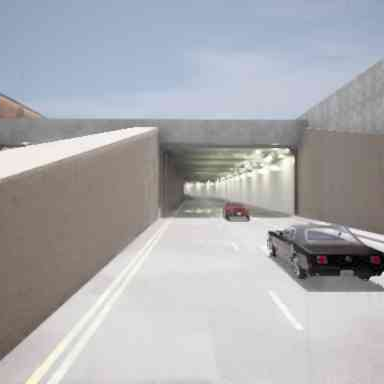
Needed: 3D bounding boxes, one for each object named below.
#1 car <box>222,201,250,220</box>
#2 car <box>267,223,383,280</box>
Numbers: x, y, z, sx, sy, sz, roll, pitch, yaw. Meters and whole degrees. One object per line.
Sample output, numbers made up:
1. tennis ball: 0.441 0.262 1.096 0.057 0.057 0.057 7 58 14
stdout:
1. car: 3.587 1.482 27.548 1.812 1.442 4.674 0 0 0
2. car: 3.584 1.585 9.884 1.895 1.301 4.718 0 0 0
